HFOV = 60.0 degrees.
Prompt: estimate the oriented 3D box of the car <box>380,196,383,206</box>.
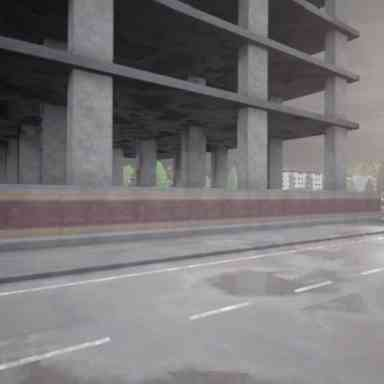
[{"bbox_3d":[36.831,2.035,65.843,3.806,1.475,1.970,1,0,-35],"label":"car"}]
